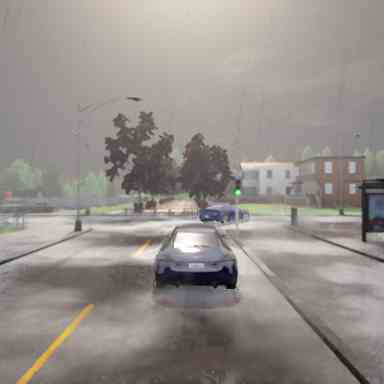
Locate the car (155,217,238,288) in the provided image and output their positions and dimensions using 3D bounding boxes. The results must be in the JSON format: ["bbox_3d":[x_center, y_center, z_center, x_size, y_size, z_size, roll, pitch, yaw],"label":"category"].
[{"bbox_3d":[0.098,1.624,9.410,1.994,1.385,4.181,0,0,0],"label":"car"}]

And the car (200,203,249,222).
[{"bbox_3d":[2.638,1.641,26.129,1.882,1.535,5.008,-2,-2,38],"label":"car"}]
